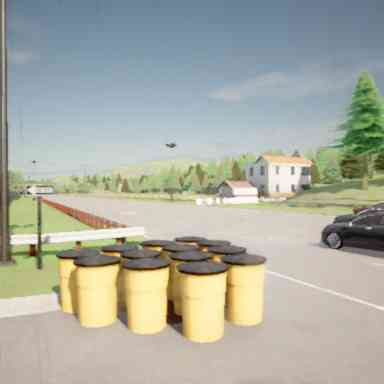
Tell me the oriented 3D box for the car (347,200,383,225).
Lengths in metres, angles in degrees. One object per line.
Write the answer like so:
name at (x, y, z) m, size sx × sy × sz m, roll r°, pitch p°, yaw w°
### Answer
car at (13.273, 1.375, 22.393) m, size 1.882 × 1.535 × 5.008 m, roll 0°, pitch 0°, yaw -27°

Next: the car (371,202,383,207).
car at (8.904, 1.421, 15.500) m, size 2.128 × 1.511 × 4.902 m, roll 0°, pitch 0°, yaw -27°

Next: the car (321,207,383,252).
car at (6.865, 1.448, 11.763) m, size 1.837 × 1.490 × 4.892 m, roll 0°, pitch -1°, yaw -27°
